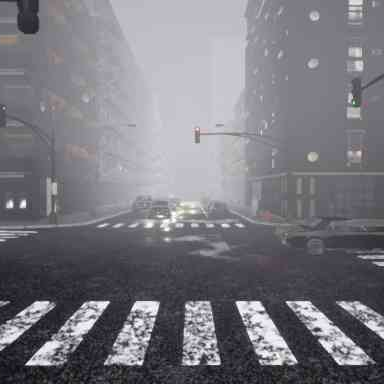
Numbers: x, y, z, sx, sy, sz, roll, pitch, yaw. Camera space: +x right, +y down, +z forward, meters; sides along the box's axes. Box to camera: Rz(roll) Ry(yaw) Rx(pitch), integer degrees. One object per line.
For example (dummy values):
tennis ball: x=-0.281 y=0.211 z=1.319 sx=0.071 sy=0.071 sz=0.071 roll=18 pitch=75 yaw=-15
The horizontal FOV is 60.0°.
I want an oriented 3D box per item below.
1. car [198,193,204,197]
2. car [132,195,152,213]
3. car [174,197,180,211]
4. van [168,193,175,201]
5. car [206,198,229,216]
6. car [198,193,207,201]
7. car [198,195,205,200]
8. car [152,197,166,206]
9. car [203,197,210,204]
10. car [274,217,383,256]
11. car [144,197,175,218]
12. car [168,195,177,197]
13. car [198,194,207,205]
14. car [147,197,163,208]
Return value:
car: x=2.569 y=1.546 z=75.778 sx=1.802 sy=1.307 sz=4.206 roll=-1 pitch=0 yaw=0
car: x=-5.322 y=1.300 z=37.064 sx=2.192 sy=1.841 sz=5.009 roll=-1 pitch=0 yaw=0
car: x=-2.831 y=1.585 z=40.297 sx=1.895 sy=1.301 sz=4.718 roll=0 pitch=0 yaw=0
van: x=-5.312 y=1.297 z=86.899 sx=1.690 sy=1.788 sz=3.998 roll=-1 pitch=0 yaw=0
car: x=2.561 y=1.570 z=31.464 sx=1.802 sy=1.307 sz=4.206 roll=-1 pitch=0 yaw=0
car: x=2.567 y=1.275 z=81.317 sx=2.192 sy=1.841 sz=5.009 roll=-1 pitch=0 yaw=0
car: x=2.572 y=1.533 z=92.395 sx=1.802 sy=1.307 sz=4.206 roll=-1 pitch=0 yaw=0
car: x=-5.315 y=1.559 z=53.676 sx=1.802 sy=1.307 sz=4.206 roll=-1 pitch=0 yaw=0
car: x=2.561 y=1.536 z=37.003 sx=2.008 sy=1.369 sz=4.403 roll=-1 pitch=0 yaw=0
car: x=5.658 y=1.596 z=12.552 sx=4.718 sy=1.301 sz=1.895 roll=0 pitch=1 yaw=0
car: x=-2.836 y=1.494 z=30.197 sx=1.837 sy=1.490 sz=4.892 roll=0 pitch=0 yaw=0
car: x=-2.765 y=1.526 z=50.948 sx=2.033 sy=1.411 sz=5.357 roll=0 pitch=0 yaw=1
car: x=2.565 y=1.519 z=59.160 sx=1.887 sy=1.381 sz=4.507 roll=-1 pitch=0 yaw=0
car: x=-5.317 y=1.505 z=47.968 sx=1.752 sy=1.417 sz=4.829 roll=-1 pitch=0 yaw=0
